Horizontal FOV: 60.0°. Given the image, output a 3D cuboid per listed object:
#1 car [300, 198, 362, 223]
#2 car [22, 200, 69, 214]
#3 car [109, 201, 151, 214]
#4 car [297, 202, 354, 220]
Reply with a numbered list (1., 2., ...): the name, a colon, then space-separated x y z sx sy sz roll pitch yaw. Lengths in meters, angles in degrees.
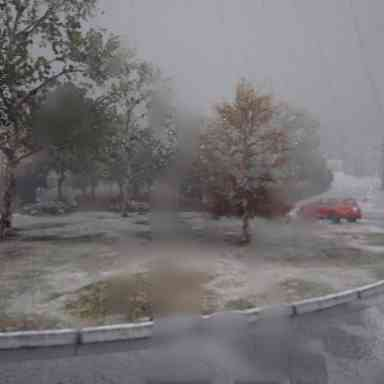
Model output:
1. car: 11.510 1.492 28.219 2.150 2.045 5.566 0 0 -25
2. car: -16.568 1.720 37.854 4.892 1.490 1.837 1 -1 -31
3. car: -7.104 1.742 38.235 4.674 1.442 1.812 1 -1 -7
4. car: 12.814 1.791 32.253 1.882 1.535 5.008 1 -1 -31
